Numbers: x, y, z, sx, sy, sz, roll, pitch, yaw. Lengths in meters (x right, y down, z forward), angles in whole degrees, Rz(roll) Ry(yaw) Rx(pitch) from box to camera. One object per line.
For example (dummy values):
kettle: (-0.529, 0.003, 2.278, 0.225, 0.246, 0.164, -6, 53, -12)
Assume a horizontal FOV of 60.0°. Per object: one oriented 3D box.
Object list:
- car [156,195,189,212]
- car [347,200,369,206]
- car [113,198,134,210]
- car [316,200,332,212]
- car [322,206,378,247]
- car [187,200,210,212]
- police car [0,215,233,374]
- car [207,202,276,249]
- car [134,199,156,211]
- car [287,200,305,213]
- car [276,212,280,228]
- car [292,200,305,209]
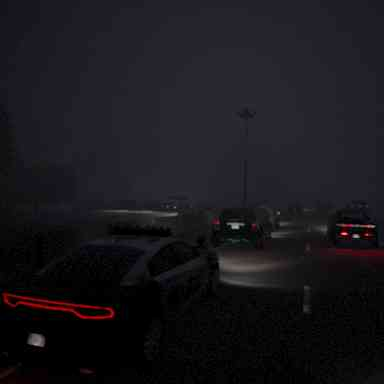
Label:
car: (-1.973, 1.394, 41.862, 2.150, 2.045, 5.566, 0, 0, 20)
car: (19.763, 1.738, 39.725, 2.097, 1.767, 4.553, 0, 0, 20)
car: (-8.561, 1.621, 44.228, 1.837, 1.490, 4.892, 0, 0, 20)
car: (18.088, 1.877, 45.460, 1.882, 1.535, 5.008, 0, -1, 20)
car: (7.637, 1.644, 16.092, 2.128, 1.511, 4.902, 0, 0, 20)
car: (1.342, 1.803, 40.750, 1.895, 1.301, 4.718, 0, 0, 20)
police car: (-0.849, 1.446, 6.117, 1.930, 1.638, 5.238, 0, 0, 20)
car: (2.465, 1.449, 15.426, 2.097, 1.767, 4.553, 0, 0, 20)
car: (-5.276, 1.670, 43.024, 1.812, 1.442, 4.674, 0, 0, 20)
car: (13.281, 1.935, 42.611, 1.895, 1.301, 4.718, 0, 0, 20)
car: (4.553, 1.602, 21.295, 1.801, 1.575, 5.366, 0, 0, 20)
car: (17.183, 1.976, 53.653, 1.812, 1.442, 4.674, 0, -1, 20)
